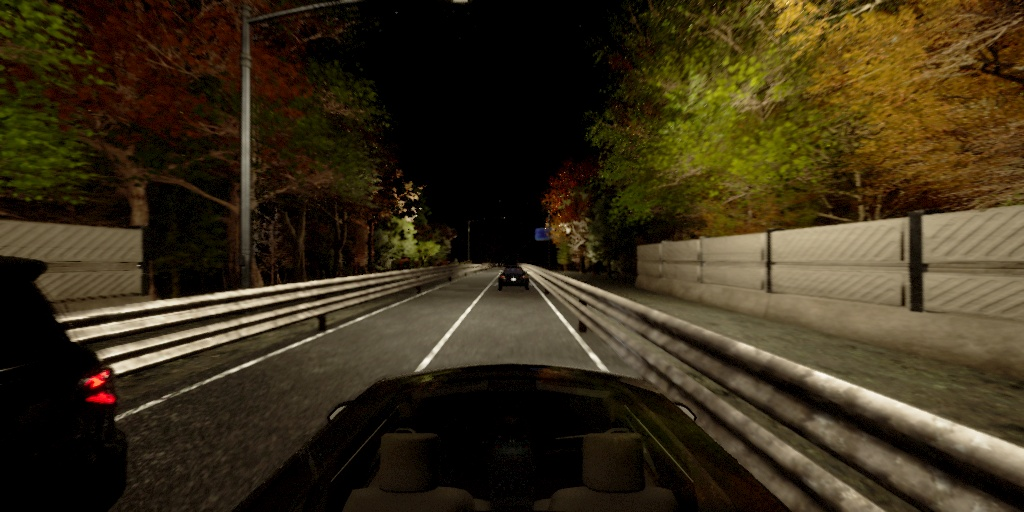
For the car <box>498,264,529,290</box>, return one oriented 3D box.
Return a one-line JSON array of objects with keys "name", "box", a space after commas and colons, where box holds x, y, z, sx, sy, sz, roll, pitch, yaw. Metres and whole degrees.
[{"name": "car", "box": [0.101, 1.406, 23.627, 1.994, 1.385, 4.181, 0, 0, 0]}]
